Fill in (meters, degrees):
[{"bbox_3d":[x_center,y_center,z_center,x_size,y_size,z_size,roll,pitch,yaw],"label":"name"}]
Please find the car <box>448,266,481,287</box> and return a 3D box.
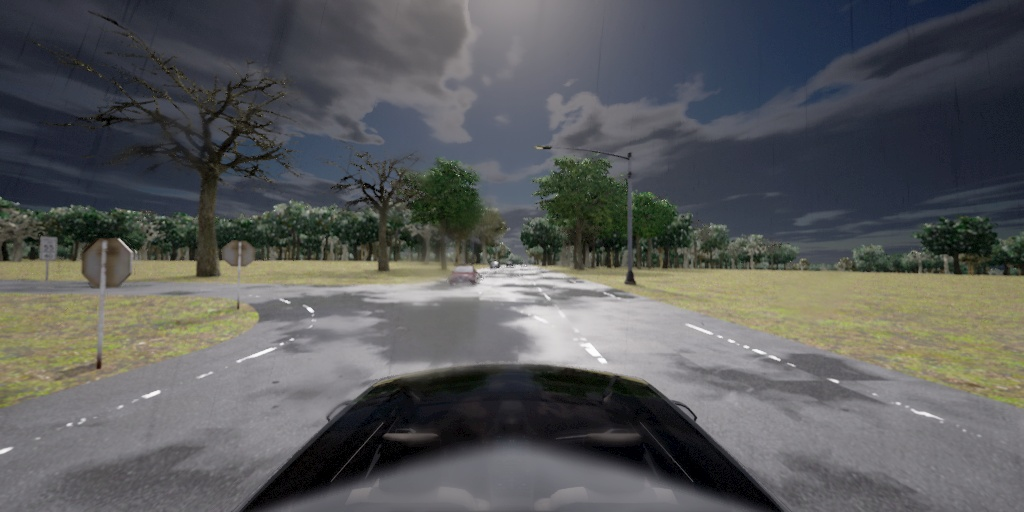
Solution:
[{"bbox_3d":[-3.462,1.442,26.588,1.812,1.442,4.674,0,-1,0],"label":"car"}]
